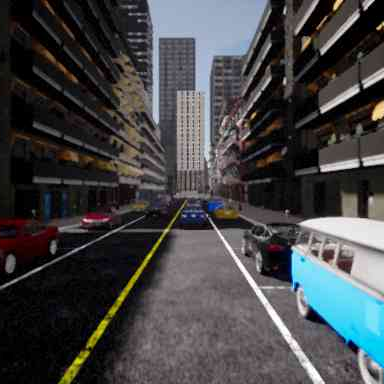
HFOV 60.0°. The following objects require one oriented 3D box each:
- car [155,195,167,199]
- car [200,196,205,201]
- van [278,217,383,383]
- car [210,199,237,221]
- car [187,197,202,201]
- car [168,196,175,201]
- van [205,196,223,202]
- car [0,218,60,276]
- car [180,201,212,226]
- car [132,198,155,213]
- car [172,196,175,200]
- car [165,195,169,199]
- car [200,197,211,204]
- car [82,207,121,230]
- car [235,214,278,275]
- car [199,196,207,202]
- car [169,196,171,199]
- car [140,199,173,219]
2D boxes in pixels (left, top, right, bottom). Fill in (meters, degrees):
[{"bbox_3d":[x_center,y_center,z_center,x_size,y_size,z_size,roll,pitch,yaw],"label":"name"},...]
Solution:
[{"bbox_3d":[-5.710,1.657,54.576,1.947,1.339,4.313,0,0,0],"label":"car"},{"bbox_3d":[2.669,1.653,60.089,2.008,1.369,4.403,-1,0,0],"label":"car"},{"bbox_3d":[2.680,1.348,4.855,1.690,1.788,3.998,0,0,0],"label":"van"},{"bbox_3d":[2.676,1.567,27.118,1.752,1.417,4.829,-1,0,0],"label":"car"},{"bbox_3d":[0.089,1.677,46.555,1.895,1.301,4.718,0,0,0],"label":"car"},{"bbox_3d":[-5.720,1.738,93.241,1.947,1.339,4.313,-1,0,0],"label":"car"},{"bbox_3d":[2.672,1.402,37.997,1.690,1.788,3.998,-1,0,0],"label":"van"},{"bbox_3d":[-5.701,1.560,10.389,1.887,1.381,4.507,0,0,0],"label":"car"},{"bbox_3d":[0.092,1.583,23.830,2.033,1.411,5.357,0,0,0],"label":"car"},{"bbox_3d":[-5.708,1.586,37.837,1.752,1.417,4.829,0,0,0],"label":"car"},{"bbox_3d":[-5.717,1.576,76.671,1.967,1.590,4.097,-1,0,0],"label":"car"},{"bbox_3d":[-5.712,1.647,60.100,1.887,1.381,4.507,0,0,0],"label":"car"},{"bbox_3d":[2.667,1.664,65.612,2.008,1.369,4.403,-1,0,0],"label":"car"},{"bbox_3d":[-5.703,1.614,21.436,1.802,1.307,4.206,0,0,0],"label":"car"},{"bbox_3d":[2.681,1.581,10.379,1.947,1.339,4.313,0,0,0],"label":"car"},{"bbox_3d":[2.664,1.698,82.183,2.008,1.369,4.403,-1,0,0],"label":"car"},{"bbox_3d":[-5.714,1.658,65.624,1.887,1.381,4.507,-1,0,0],"label":"car"},{"bbox_3d":[-3.105,1.594,30.315,2.033,1.411,5.357,0,0,0],"label":"car"}]
